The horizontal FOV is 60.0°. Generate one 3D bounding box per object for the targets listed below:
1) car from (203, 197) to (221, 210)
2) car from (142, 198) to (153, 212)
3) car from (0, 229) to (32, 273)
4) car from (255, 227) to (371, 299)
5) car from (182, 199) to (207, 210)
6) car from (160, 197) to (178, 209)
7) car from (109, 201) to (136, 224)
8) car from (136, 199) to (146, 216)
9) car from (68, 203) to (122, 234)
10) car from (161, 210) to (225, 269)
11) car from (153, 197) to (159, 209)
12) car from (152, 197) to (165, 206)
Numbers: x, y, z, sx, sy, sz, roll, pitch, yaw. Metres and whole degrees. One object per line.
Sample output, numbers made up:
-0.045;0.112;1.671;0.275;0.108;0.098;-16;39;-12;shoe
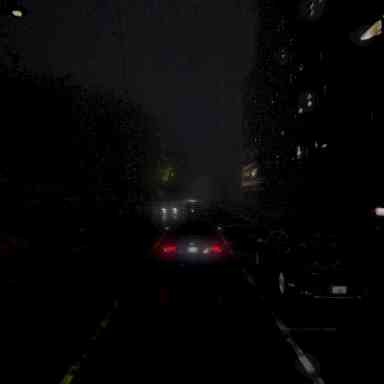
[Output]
2.697;1.570;41.486;2.008;1.369;4.403;0;0;0;car
-5.684;1.540;35.775;1.752;1.417;4.829;0;0;0;car
-5.686;1.527;8.082;1.752;1.417;4.829;0;0;0;car
2.694;1.553;8.254;2.008;1.369;4.403;0;0;0;car
0.074;1.575;30.386;1.994;1.385;4.181;0;0;0;car
-3.084;1.549;47.213;1.812;1.442;4.674;0;0;0;car
-5.684;1.448;24.868;1.967;1.590;4.097;0;0;0;car
-5.684;1.593;30.407;1.802;1.307;4.206;0;0;0;car
-5.686;1.571;19.330;1.947;1.339;4.313;0;0;0;car
0.043;1.550;11.159;2.033;1.411;5.357;0;0;1;car
-5.683;1.459;41.485;1.967;1.590;4.097;0;0;0;car
-5.810;1.577;58.100;1.887;1.381;4.507;0;0;0;car
